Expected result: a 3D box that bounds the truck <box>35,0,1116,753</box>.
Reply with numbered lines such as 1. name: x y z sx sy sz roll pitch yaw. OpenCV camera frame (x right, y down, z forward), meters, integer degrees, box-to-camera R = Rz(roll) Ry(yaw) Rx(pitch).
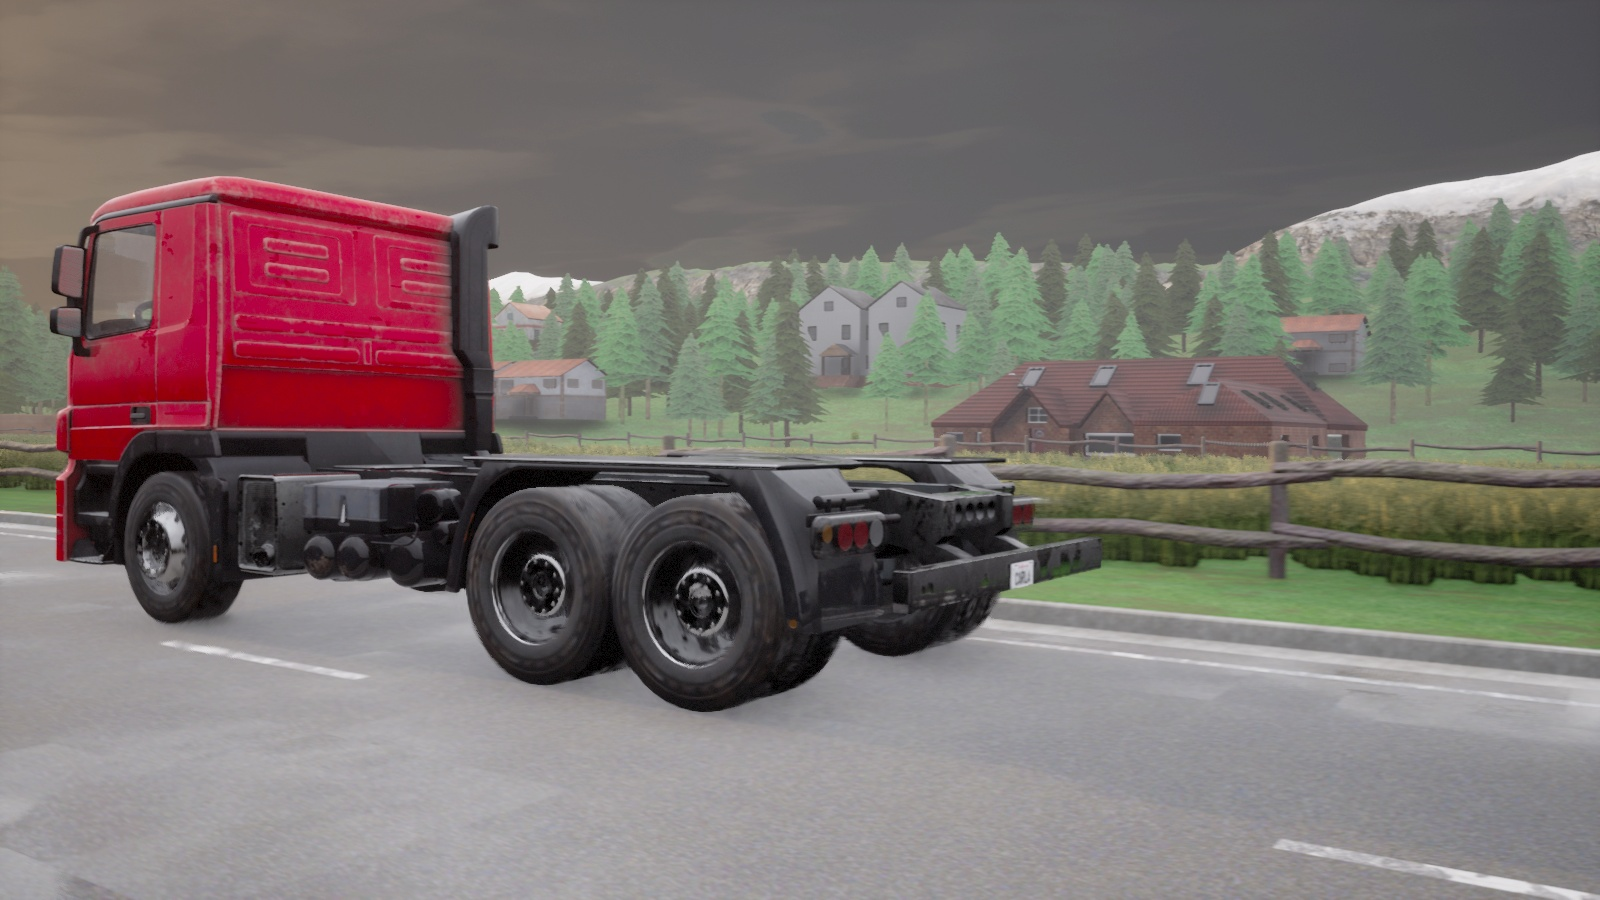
1. truck: -2.057 -0.358 9.172 7.936 3.462 2.891 0 1 34
